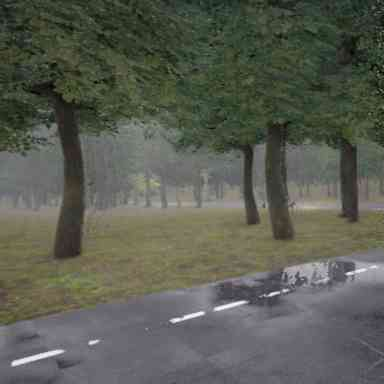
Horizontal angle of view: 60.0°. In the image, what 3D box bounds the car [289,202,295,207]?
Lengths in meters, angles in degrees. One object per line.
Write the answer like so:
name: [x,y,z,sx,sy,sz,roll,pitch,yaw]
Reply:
car: [20.882,2.503,74.861,2.097,1.767,4.553,-4,1,-36]
